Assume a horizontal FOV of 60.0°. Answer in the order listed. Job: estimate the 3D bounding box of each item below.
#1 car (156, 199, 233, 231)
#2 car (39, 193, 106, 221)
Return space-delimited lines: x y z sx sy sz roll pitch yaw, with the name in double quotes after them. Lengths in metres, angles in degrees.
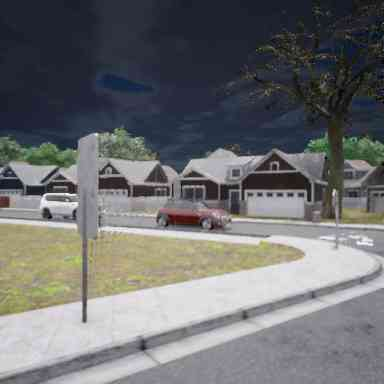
0.130 1.297 20.016 4.553 1.767 2.097 0 0 30 "car"
-9.138 1.117 25.253 5.566 2.045 2.150 0 0 29 "car"
